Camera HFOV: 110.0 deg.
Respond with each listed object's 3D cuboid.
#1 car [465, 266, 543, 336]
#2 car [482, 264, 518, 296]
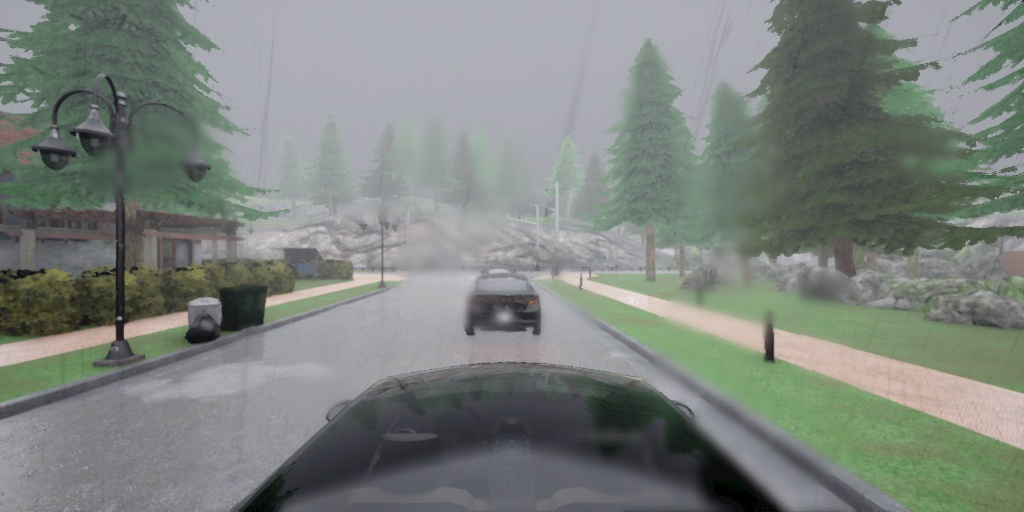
[{"bbox_3d":[-0.269,1.219,10.474,1.882,1.535,5.008,0,0,-3],"label":"car"},{"bbox_3d":[-0.738,1.257,20.146,1.812,1.442,4.674,0,0,-3],"label":"car"}]
